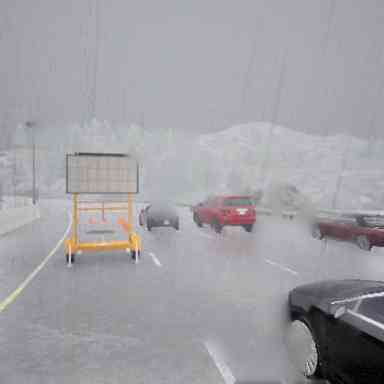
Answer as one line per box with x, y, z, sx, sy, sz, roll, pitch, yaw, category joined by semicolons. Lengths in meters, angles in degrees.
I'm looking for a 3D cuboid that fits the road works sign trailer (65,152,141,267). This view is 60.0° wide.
-3.088;0.462;11.577;2.380;3.560;2.880;0;0;-16;road works sign trailer

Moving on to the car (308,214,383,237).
7.034;1.598;14.159;1.895;1.301;4.718;0;0;-14;car

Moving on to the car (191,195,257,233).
1.823;1.213;19.791;2.150;2.045;5.566;0;-1;-17;car

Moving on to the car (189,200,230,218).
1.537;1.542;31.761;2.033;1.411;5.357;0;0;-20;car

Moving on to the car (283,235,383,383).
2.502;1.490;2.769;2.128;1.511;4.902;0;0;-11;car

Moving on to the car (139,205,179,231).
-2.087;1.522;20.528;1.812;1.442;4.674;0;0;-17;car
